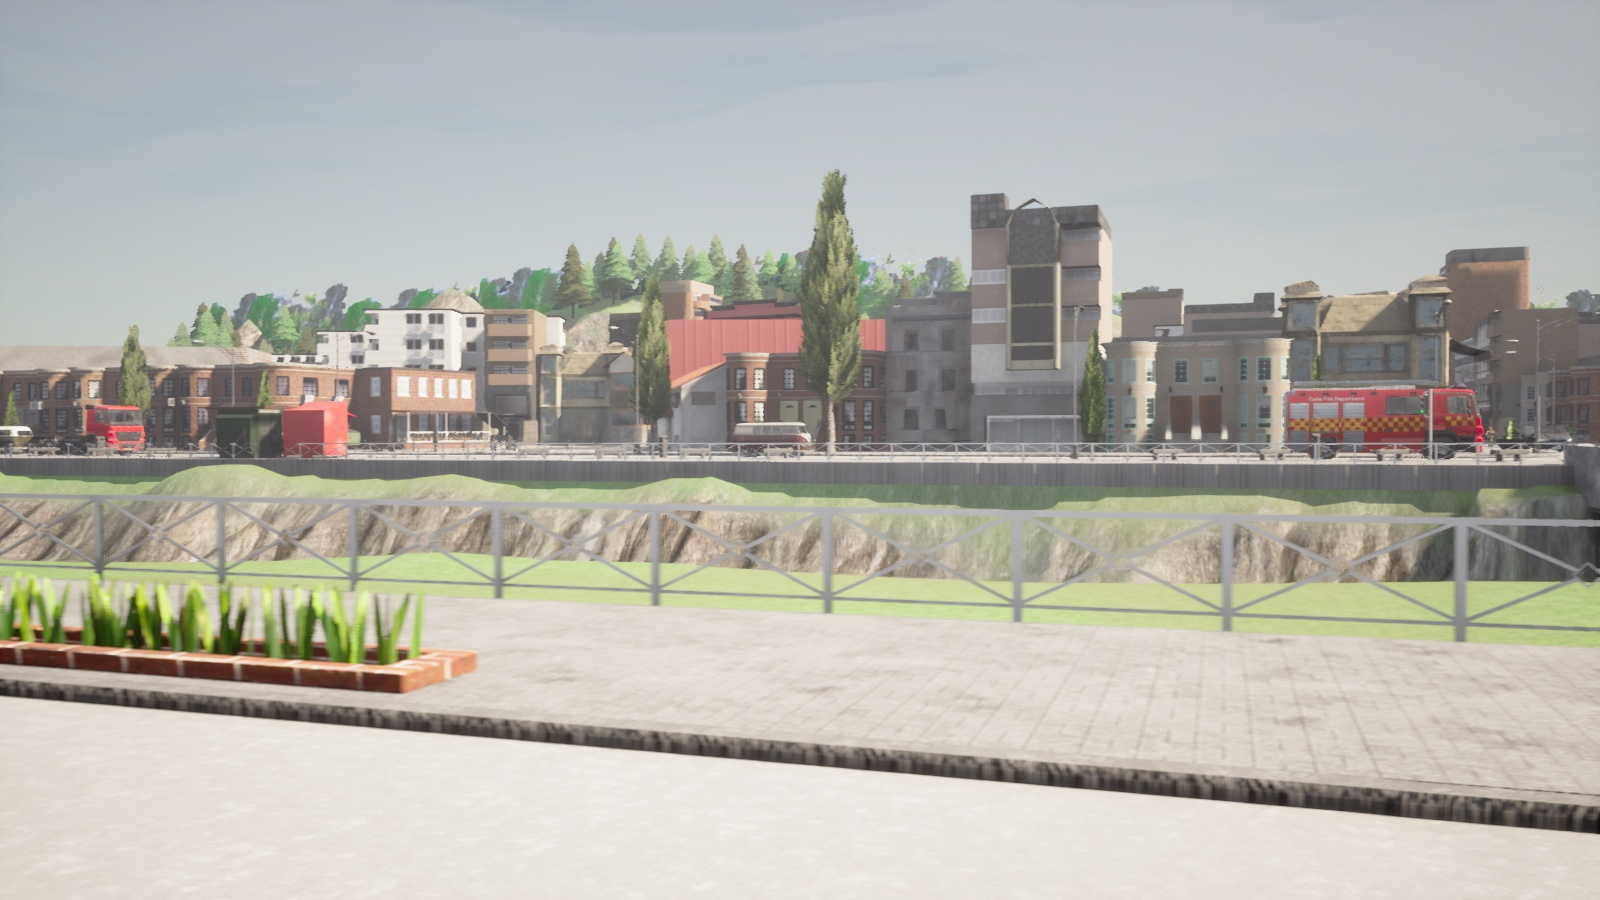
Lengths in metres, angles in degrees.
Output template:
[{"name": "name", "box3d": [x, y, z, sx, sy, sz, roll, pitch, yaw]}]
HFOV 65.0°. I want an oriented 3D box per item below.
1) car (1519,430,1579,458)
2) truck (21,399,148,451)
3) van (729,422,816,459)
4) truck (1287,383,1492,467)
[{"name": "car", "box3d": [46.409, -0.403, 77.932, 2.242, 1.667, 4.611, 1, 1, 19]}, {"name": "truck", "box3d": [-48.506, -1.701, 85.120, 7.936, 3.462, 2.891, 1, 1, 19]}, {"name": "van", "box3d": [-1.501, -0.537, 69.331, 4.442, 1.987, 1.775, 1, 1, 19]}, {"name": "truck", "box3d": [27.715, -1.187, 59.498, 8.468, 3.827, 2.891, 1, 1, 19]}]
